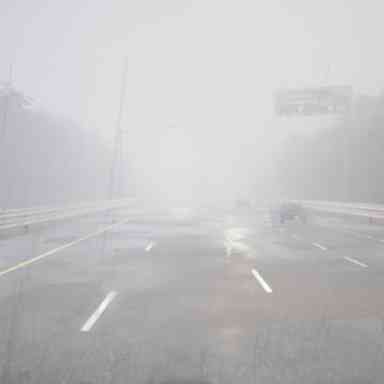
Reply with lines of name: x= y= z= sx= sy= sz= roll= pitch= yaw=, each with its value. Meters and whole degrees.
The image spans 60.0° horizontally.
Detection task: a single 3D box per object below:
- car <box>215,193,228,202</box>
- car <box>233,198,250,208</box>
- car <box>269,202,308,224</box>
car: x=7.126 y=1.324 z=77.476 sx=2.097 sy=1.767 sz=4.553 roll=0 pitch=0 yaw=0
car: x=7.070 y=1.526 z=47.396 sx=2.033 sy=1.411 sz=5.357 roll=0 pitch=0 yaw=0
car: x=7.032 y=1.496 z=24.677 sx=1.837 sy=1.490 sz=4.892 roll=0 pitch=0 yaw=0
